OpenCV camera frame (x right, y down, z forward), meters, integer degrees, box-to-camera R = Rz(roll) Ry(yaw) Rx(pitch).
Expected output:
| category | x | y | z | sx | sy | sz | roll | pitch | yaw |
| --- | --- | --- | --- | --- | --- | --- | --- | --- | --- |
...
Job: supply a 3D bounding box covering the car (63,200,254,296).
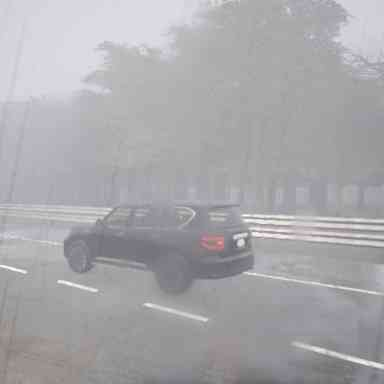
| category | x | y | z | sx | sy | sz | roll | pitch | yaw |
| --- | --- | --- | --- | --- | --- | --- | --- | --- | --- |
| car | -1.093 | 1.228 | 8.946 | 5.566 | 2.045 | 2.150 | 0 | 0 | 36 |
